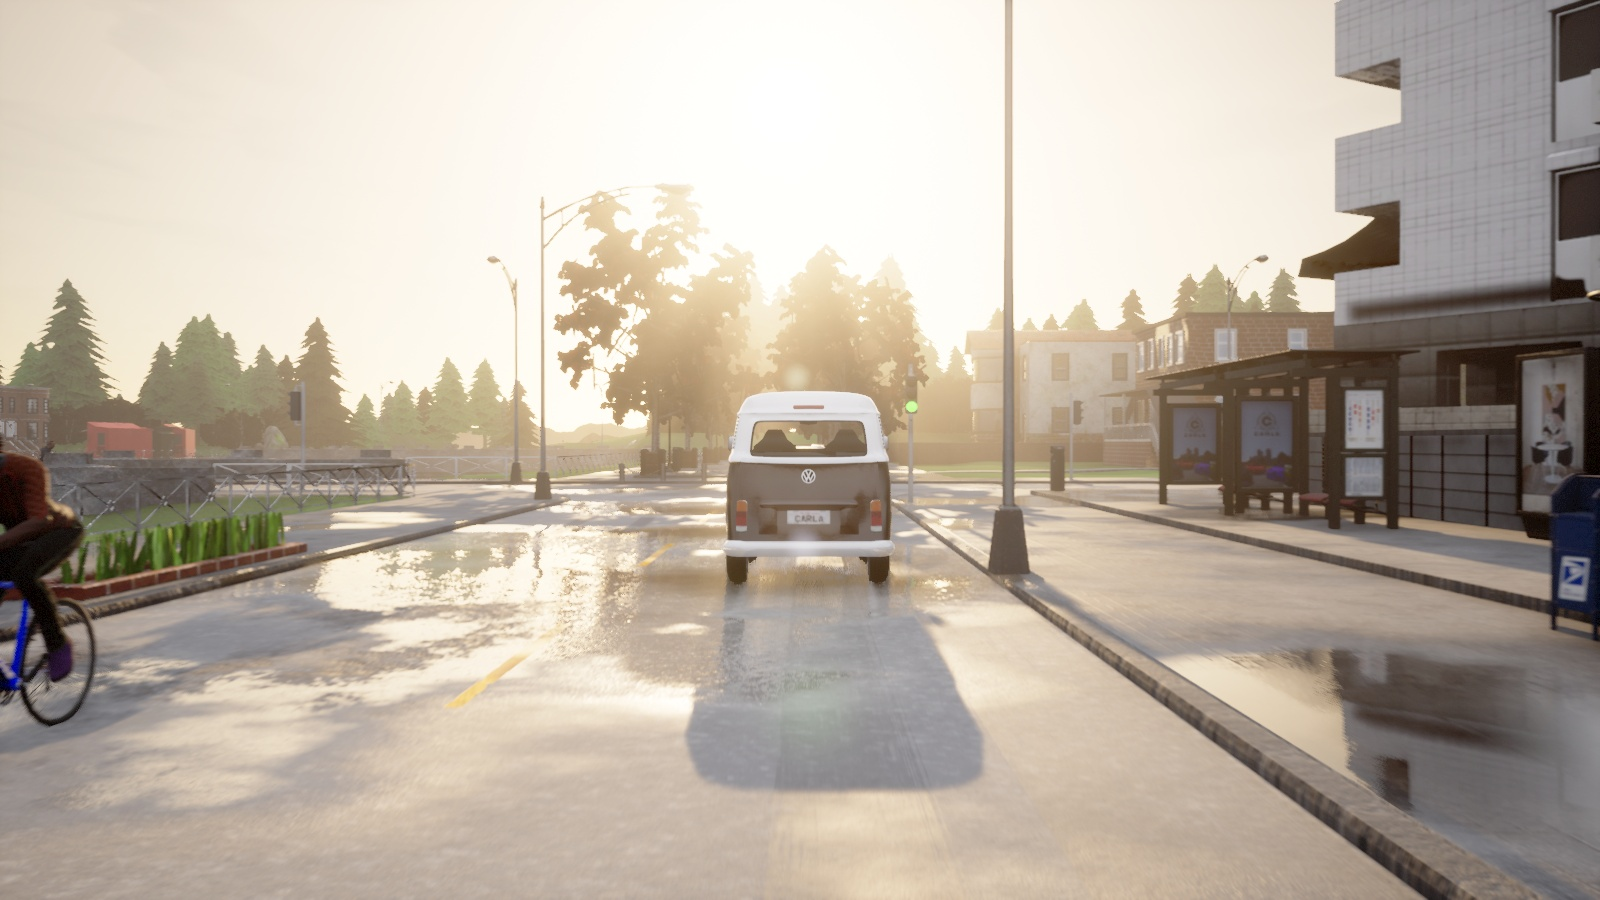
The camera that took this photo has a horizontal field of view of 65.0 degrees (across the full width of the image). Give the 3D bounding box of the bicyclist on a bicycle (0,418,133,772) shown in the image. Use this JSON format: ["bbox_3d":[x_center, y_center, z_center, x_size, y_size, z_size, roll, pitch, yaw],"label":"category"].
[{"bbox_3d":[-3.951,0.662,6.047,0.582,1.620,1.656,0,1,0],"label":"bicyclist on a bicycle"}]

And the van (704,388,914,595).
[{"bbox_3d":[0.100,0.389,14.650,2.069,2.038,4.480,0,1,0],"label":"van"}]
